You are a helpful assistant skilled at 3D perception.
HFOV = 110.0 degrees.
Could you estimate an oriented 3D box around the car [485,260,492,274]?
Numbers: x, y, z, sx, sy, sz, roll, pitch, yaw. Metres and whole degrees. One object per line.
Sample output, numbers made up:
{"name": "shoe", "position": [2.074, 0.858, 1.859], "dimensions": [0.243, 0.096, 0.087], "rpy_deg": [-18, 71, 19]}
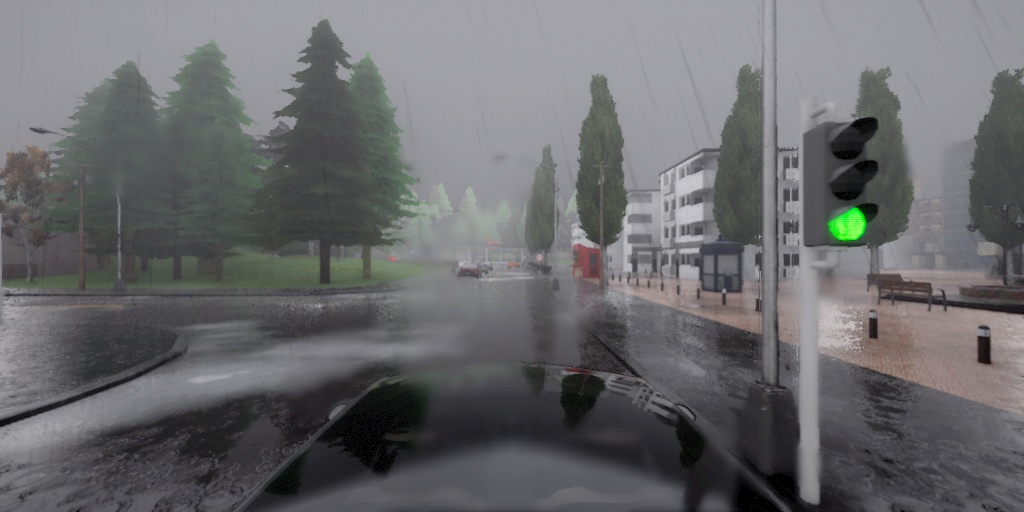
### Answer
{"name": "car", "position": [-4.023, 1.536, 45.406], "dimensions": [1.994, 1.385, 4.181], "rpy_deg": [0, 0, 0]}

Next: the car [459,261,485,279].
{"name": "car", "position": [-4.050, 1.399, 35.487], "dimensions": [1.882, 1.535, 5.008], "rpy_deg": [0, 0, 0]}
